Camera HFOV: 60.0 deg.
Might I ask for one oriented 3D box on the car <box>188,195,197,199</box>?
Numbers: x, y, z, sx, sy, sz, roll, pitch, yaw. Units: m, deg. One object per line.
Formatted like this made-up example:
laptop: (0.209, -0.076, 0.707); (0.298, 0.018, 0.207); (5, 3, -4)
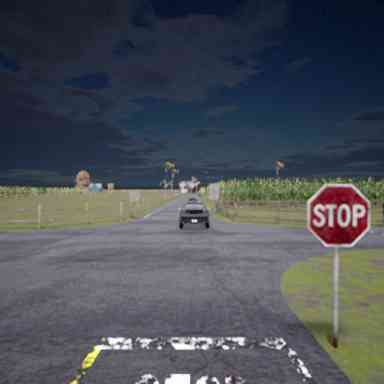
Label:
car: (0.164, 1.404, 73.047); (1.895, 1.301, 4.718); (0, 0, 0)

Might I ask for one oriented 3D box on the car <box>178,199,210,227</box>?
car: (0.146, 1.455, 22.189); (1.837, 1.490, 4.892); (0, 0, 0)
